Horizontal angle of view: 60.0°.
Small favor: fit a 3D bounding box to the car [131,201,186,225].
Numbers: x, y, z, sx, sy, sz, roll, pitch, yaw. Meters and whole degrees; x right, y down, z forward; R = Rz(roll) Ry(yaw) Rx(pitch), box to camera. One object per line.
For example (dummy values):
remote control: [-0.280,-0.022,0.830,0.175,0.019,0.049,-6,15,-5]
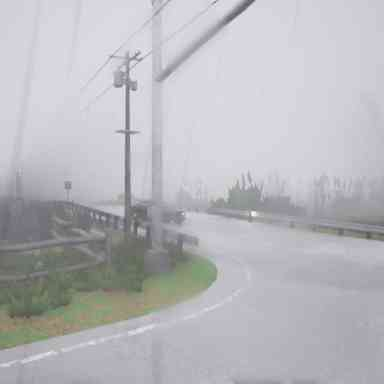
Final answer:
car: [-2.258,1.243,20.431,1.895,1.301,4.718,0,3,-32]
